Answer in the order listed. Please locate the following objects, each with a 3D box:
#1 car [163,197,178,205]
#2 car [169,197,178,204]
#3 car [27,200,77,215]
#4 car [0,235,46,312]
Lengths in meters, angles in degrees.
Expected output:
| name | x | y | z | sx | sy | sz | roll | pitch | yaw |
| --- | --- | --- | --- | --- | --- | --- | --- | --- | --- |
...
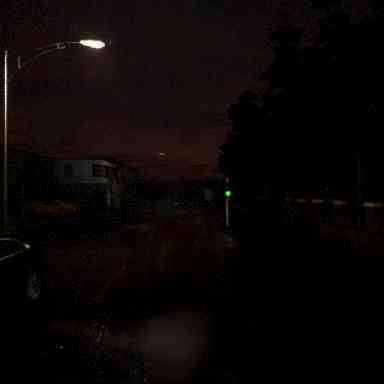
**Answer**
| name | x | y | z | sx | sy | sz | roll | pitch | yaw |
| --- | --- | --- | --- | --- | --- | --- | --- | --- | --- |
| car | -4.246 | 1.706 | 62.422 | 2.128 | 1.511 | 4.902 | 0 | 0 | 0 |
| car | -4.323 | 1.990 | 77.994 | 1.812 | 1.442 | 4.674 | 0 | 0 | 0 |
| car | -14.838 | 1.617 | 35.181 | 5.008 | 1.535 | 1.882 | 0 | -1 | 2 |
| car | -4.109 | 1.517 | 5.442 | 2.128 | 1.511 | 4.902 | 0 | 0 | -1 |
